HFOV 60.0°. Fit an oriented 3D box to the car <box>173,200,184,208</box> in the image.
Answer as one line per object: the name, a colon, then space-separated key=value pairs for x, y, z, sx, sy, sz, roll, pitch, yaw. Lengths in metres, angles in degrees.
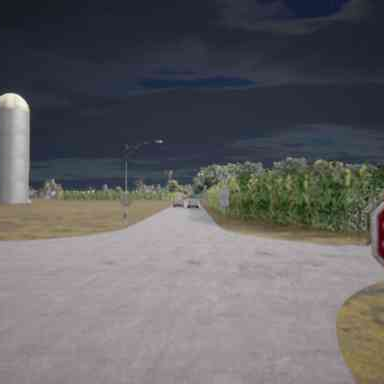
car: x=-2.550 y=2.307 z=63.681 sx=1.994 sy=1.385 sz=4.181 roll=0 pitch=-1 yaw=0

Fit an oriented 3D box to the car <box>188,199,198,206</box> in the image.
car: x=0.219 y=2.233 z=69.539 sx=1.895 sy=1.301 sz=4.718 roll=0 pitch=-1 yaw=0

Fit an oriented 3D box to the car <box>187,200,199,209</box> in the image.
car: x=0.187 y=2.259 z=59.501 sx=1.994 sy=1.385 sz=4.181 roll=0 pitch=-1 yaw=0
